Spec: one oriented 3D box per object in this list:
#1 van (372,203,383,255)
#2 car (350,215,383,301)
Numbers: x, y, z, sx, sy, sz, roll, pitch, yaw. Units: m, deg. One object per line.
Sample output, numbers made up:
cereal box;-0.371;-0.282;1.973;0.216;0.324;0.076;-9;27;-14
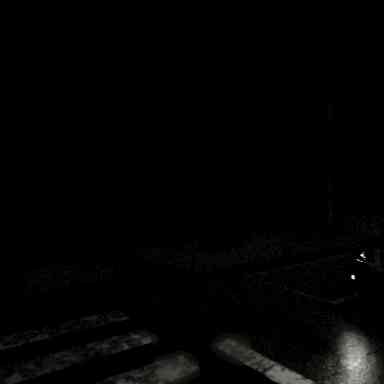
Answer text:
van;8.507;1.292;12.289;3.998;1.788;1.690;0;0;-36
car;5.704;1.194;7.140;5.566;2.045;2.150;0;0;-36
